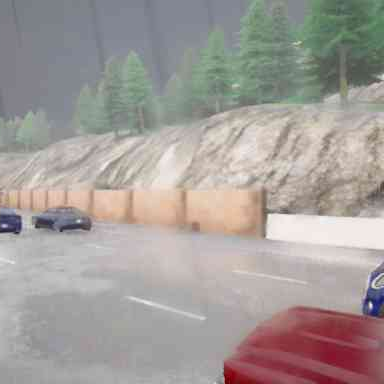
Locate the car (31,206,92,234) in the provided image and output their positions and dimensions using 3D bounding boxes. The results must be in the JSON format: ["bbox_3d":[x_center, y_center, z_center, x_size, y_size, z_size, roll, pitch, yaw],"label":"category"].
[{"bbox_3d":[-7.620,1.532,19.340,4.181,1.385,1.994,0,0,42],"label":"car"}]

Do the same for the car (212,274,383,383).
[{"bbox_3d":[2.512,1.616,2.252,4.718,1.301,1.895,0,0,35],"label":"car"}]

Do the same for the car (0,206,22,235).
[{"bbox_3d":[-10.626,1.430,17.339,5.008,1.535,1.882,1,0,42],"label":"car"}]

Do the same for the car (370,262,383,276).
[{"bbox_3d":[5.018,1.379,4.791,4.553,1.767,2.097,0,0,35],"label":"car"}]
